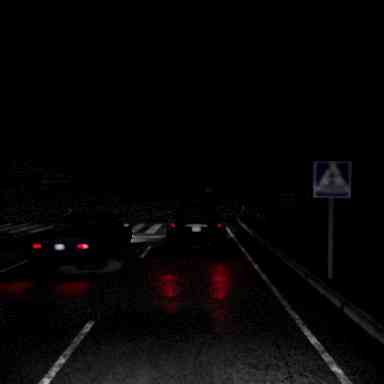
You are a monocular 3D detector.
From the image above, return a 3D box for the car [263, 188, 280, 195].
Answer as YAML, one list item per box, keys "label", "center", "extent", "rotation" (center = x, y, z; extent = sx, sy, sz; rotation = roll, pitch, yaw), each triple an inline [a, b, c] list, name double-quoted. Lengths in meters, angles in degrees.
- label: "car"
  center: [16.764, -0.148, 70.818]
  extent: [1.994, 1.385, 4.181]
  rotation: [-1, 3, -23]

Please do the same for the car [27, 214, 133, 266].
- label: "car"
  center: [-3.358, 1.432, 11.059]
  extent: [2.033, 1.411, 5.357]
  rotation: [0, 1, 1]

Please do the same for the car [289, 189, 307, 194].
- label: "car"
  center: [21.321, -0.151, 67.079]
  extent: [1.812, 1.442, 4.674]
  rotation: [-1, 2, -14]

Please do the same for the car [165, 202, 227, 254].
- label: "car"
  center: [0.183, 1.211, 13.034]
  extent: [2.097, 1.767, 4.553]
  rotation: [0, 1, 1]
